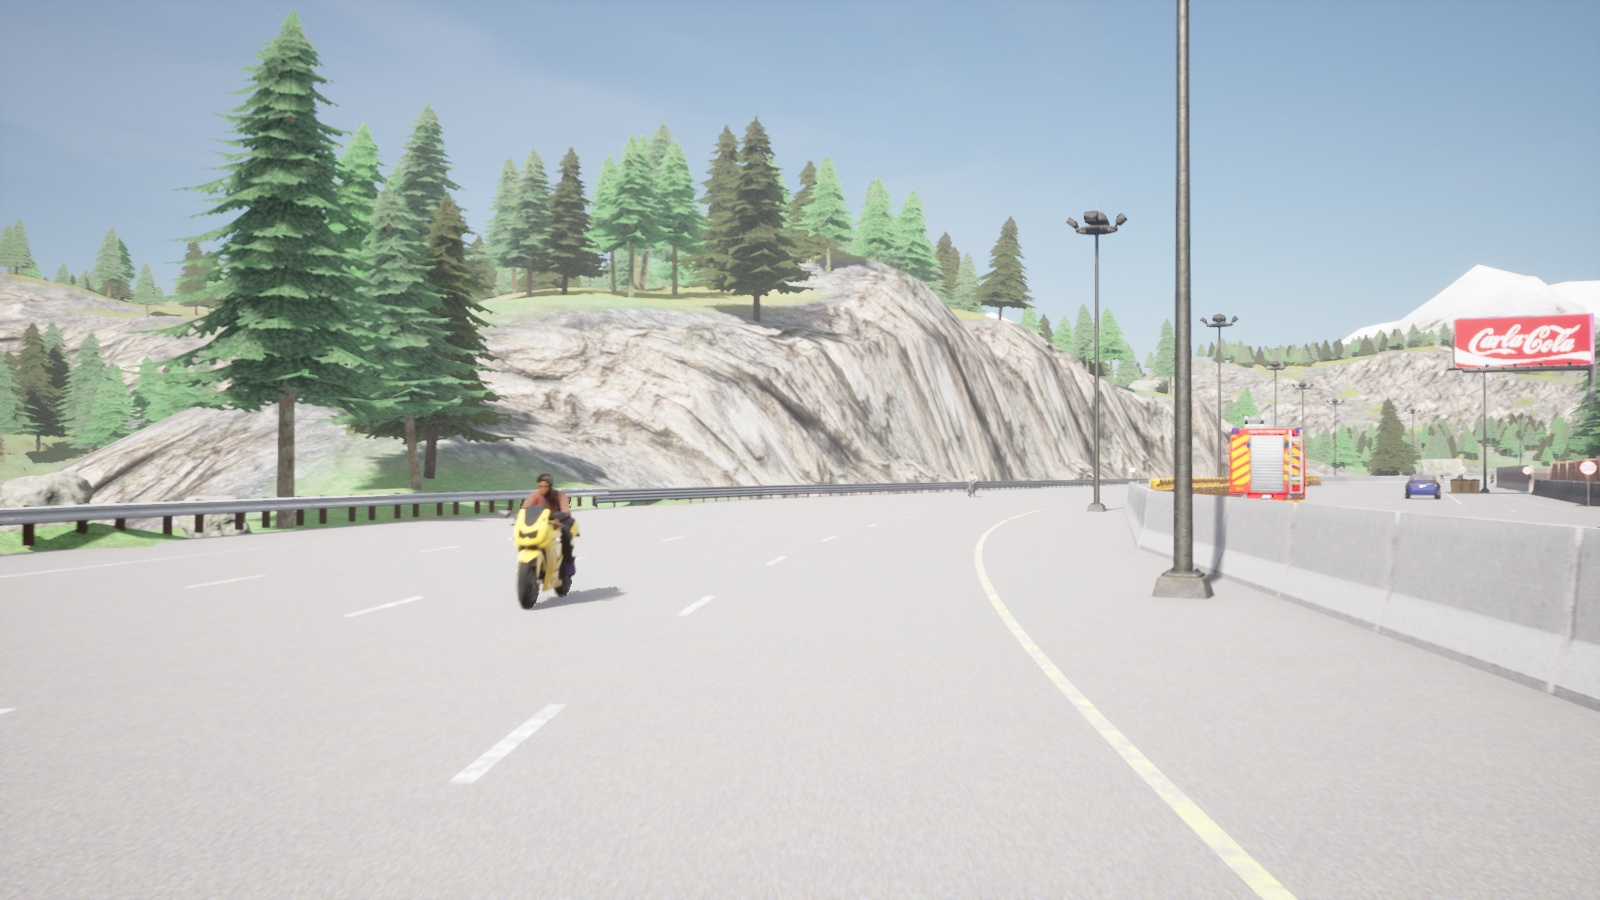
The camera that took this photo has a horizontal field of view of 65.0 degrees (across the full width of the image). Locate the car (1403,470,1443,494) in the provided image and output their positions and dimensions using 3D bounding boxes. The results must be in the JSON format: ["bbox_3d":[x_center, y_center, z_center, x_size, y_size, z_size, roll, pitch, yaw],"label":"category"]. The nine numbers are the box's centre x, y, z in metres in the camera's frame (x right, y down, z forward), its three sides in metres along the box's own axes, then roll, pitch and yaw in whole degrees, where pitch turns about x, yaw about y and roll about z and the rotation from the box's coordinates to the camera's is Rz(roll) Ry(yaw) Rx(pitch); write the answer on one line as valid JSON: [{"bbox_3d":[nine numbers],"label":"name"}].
[{"bbox_3d":[39.235,1.988,79.100,2.163,1.488,4.792,-1,-1,26],"label":"car"}]

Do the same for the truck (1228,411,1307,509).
[{"bbox_3d":[19.964,0.475,53.873,2.891,3.827,8.468,-1,-1,20],"label":"truck"}]

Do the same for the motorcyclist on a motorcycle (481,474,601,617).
[{"bbox_3d":[-2.969,1.053,14.616,0.797,1.523,2.044,1,-1,5],"label":"motorcyclist on a motorcycle"}]
